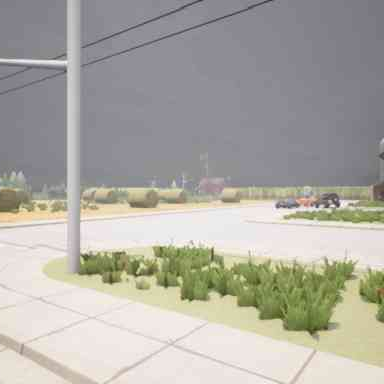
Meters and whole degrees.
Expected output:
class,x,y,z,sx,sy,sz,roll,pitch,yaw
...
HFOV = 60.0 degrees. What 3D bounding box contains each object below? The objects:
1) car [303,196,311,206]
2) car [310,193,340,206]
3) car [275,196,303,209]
class,x,y,z,sx,sy,sz,roll,pitch,yaw
car,18.020,1.321,51.350,2.097,1.767,4.553,0,0,35
car,17.712,1.114,43.555,1.905,1.878,3.866,-6,-1,-8
car,12.390,1.476,43.136,1.994,1.385,4.181,-2,-1,36
